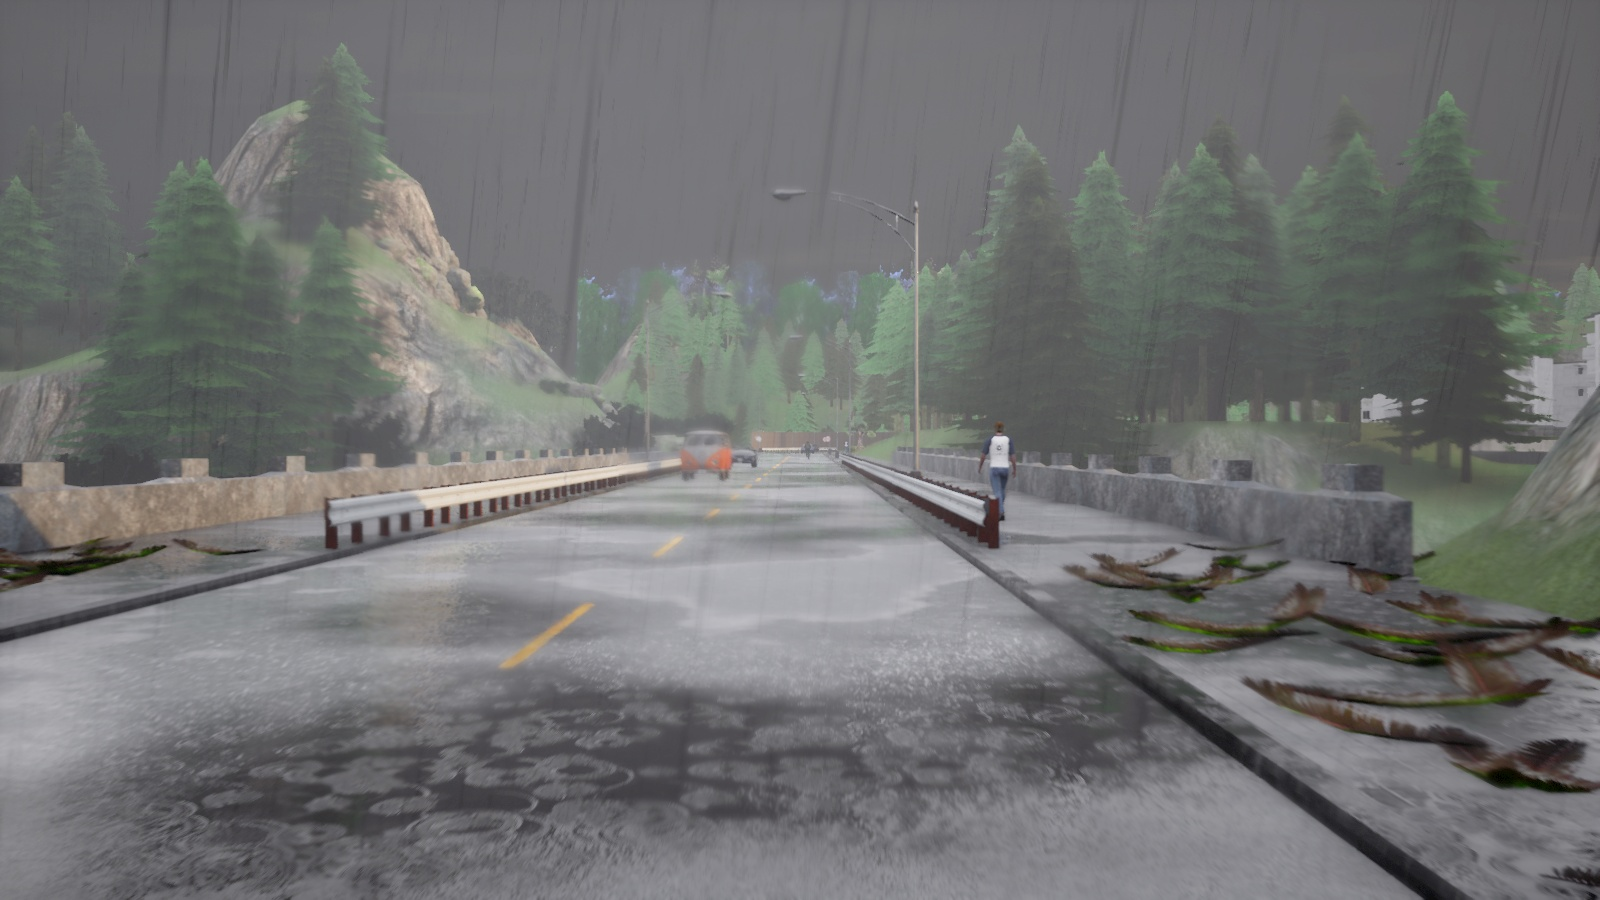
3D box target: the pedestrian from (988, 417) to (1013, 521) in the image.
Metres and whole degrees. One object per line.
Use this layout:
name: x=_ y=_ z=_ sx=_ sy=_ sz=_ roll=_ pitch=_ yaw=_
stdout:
pedestrian: x=3.599 y=0.332 z=22.560 sx=0.354 sy=1.836 sz=0.706 roll=0 pitch=0 yaw=3

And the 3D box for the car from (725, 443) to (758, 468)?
car: x=-3.530 y=0.327 z=76.339 sx=1.816 sy=1.474 sz=4.193 roll=0 pitch=0 yaw=0

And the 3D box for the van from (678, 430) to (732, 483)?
van: x=-3.690 y=0.218 z=49.421 sx=1.775 sy=1.987 sz=4.442 roll=0 pitch=0 yaw=0
